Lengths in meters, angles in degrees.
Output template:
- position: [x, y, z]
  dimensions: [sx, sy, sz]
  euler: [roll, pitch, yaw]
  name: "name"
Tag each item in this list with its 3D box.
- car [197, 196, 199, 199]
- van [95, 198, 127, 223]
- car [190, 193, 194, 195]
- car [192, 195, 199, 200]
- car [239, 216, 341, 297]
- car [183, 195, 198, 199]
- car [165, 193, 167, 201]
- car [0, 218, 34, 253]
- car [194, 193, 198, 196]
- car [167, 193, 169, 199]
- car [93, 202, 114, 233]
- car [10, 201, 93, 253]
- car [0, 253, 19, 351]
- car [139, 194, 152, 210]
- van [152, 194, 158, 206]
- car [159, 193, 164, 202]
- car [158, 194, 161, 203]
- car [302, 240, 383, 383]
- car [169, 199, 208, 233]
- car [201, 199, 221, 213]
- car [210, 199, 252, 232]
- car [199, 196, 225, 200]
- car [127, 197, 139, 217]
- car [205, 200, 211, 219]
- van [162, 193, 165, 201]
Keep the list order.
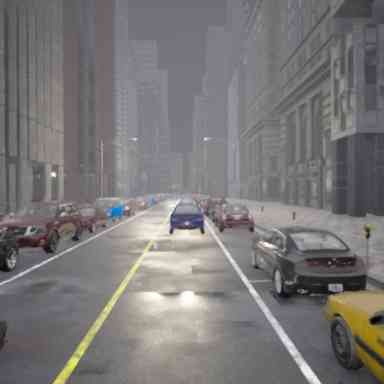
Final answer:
- position: [1.893, 1.480, 42.140]
  dimensions: [1.947, 1.339, 4.313]
  euler: [0, 0, -1]
  name: "car"
- position: [-6.276, 1.324, 25.045]
  dimensions: [1.690, 1.788, 3.998]
  euler: [0, 0, -1]
  name: "van"
- position: [1.064, 1.439, 81.585]
  dimensions: [1.802, 1.307, 4.206]
  euler: [0, 0, -1]
  name: "car"
- position: [0.828, 1.425, 92.855]
  dimensions: [1.802, 1.307, 4.206]
  euler: [0, 0, -1]
  name: "car"
- position: [2.604, 1.523, 8.329]
  dimensions: [2.008, 1.369, 4.403]
  euler: [0, 0, -1]
  name: "car"
- position: [-0.727, 1.477, 40.083]
  dimensions: [2.033, 1.411, 5.357]
  euler: [0, 0, -1]
  name: "car"
- position: [-7.341, 1.343, 75.763]
  dimensions: [1.967, 1.590, 4.097]
  euler: [0, 0, -1]
  name: "car"
- position: [-5.919, 1.578, 8.139]
  dimensions: [1.947, 1.339, 4.313]
  euler: [0, 0, -1]
  name: "car"
- position: [1.656, 1.335, 53.409]
  dimensions: [1.967, 1.590, 4.097]
  euler: [0, 0, -1]
  name: "car"
- position: [-7.461, 1.211, 81.399]
  dimensions: [2.192, 1.841, 5.009]
  euler: [0, 0, -1]
  name: "car"
- position: [-6.156, 1.537, 19.410]
  dimensions: [1.887, 1.381, 4.507]
  euler: [0, 0, -1]
  name: "car"
- position: [-6.039, 1.317, 13.774]
  dimensions: [2.192, 1.841, 5.009]
  euler: [0, 0, -1]
  name: "car"
- position: [-3.119, 1.558, 1.729]
  dimensions: [2.033, 1.411, 5.357]
  euler: [0, 0, -1]
  name: "car"
- position: [-6.630, 1.394, 41.952]
  dimensions: [1.967, 1.590, 4.097]
  euler: [0, 0, -1]
  name: "car"
- position: [-6.868, 1.276, 53.222]
  dimensions: [1.690, 1.788, 3.998]
  euler: [0, 0, -1]
  name: "van"
- position: [-7.103, 1.469, 64.493]
  dimensions: [2.008, 1.369, 4.403]
  euler: [0, 0, -1]
  name: "car"
- position: [-6.982, 1.451, 58.688]
  dimensions: [1.752, 1.417, 4.829]
  euler: [0, 0, -1]
  name: "car"
- position: [2.719, 1.507, 2.864]
  dimensions: [1.752, 1.417, 4.829]
  euler: [0, 0, -1]
  name: "car"
- position: [-0.304, 1.443, 19.508]
  dimensions: [1.882, 1.535, 5.008]
  euler: [0, 0, -1]
  name: "car"
- position: [2.012, 1.469, 36.505]
  dimensions: [1.887, 1.381, 4.507]
  euler: [0, 0, -1]
  name: "car"
- position: [2.366, 1.393, 19.598]
  dimensions: [1.967, 1.590, 4.097]
  euler: [0, 0, -1]
  name: "car"
- position: [2.128, 1.249, 30.869]
  dimensions: [2.192, 1.841, 5.009]
  euler: [0, 0, -1]
  name: "car"
- position: [-6.394, 1.413, 30.681]
  dimensions: [1.967, 1.590, 4.097]
  euler: [0, 0, -1]
  name: "car"
- position: [2.249, 1.509, 25.234]
  dimensions: [1.947, 1.339, 4.313]
  euler: [0, 0, -1]
  name: "car"
- position: [-7.224, 1.252, 70.128]
  dimensions: [1.690, 1.788, 3.998]
  euler: [0, 0, -1]
  name: "van"
